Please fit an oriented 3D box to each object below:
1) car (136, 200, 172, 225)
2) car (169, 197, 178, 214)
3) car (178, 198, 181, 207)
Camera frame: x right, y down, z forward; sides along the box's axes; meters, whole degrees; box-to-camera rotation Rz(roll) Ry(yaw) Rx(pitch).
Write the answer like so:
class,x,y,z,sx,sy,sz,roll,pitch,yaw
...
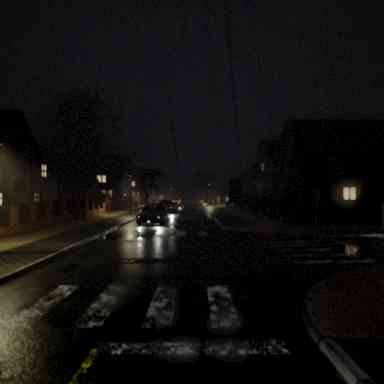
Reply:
class,x,y,z,sx,sy,sz,roll,pitch,yaw
car,-2.846,1.580,24.570,2.033,1.411,5.357,0,0,0
car,-2.843,1.586,36.436,1.812,1.442,4.674,0,0,0
car,-2.788,1.641,56.006,1.882,1.535,5.008,0,-1,1
